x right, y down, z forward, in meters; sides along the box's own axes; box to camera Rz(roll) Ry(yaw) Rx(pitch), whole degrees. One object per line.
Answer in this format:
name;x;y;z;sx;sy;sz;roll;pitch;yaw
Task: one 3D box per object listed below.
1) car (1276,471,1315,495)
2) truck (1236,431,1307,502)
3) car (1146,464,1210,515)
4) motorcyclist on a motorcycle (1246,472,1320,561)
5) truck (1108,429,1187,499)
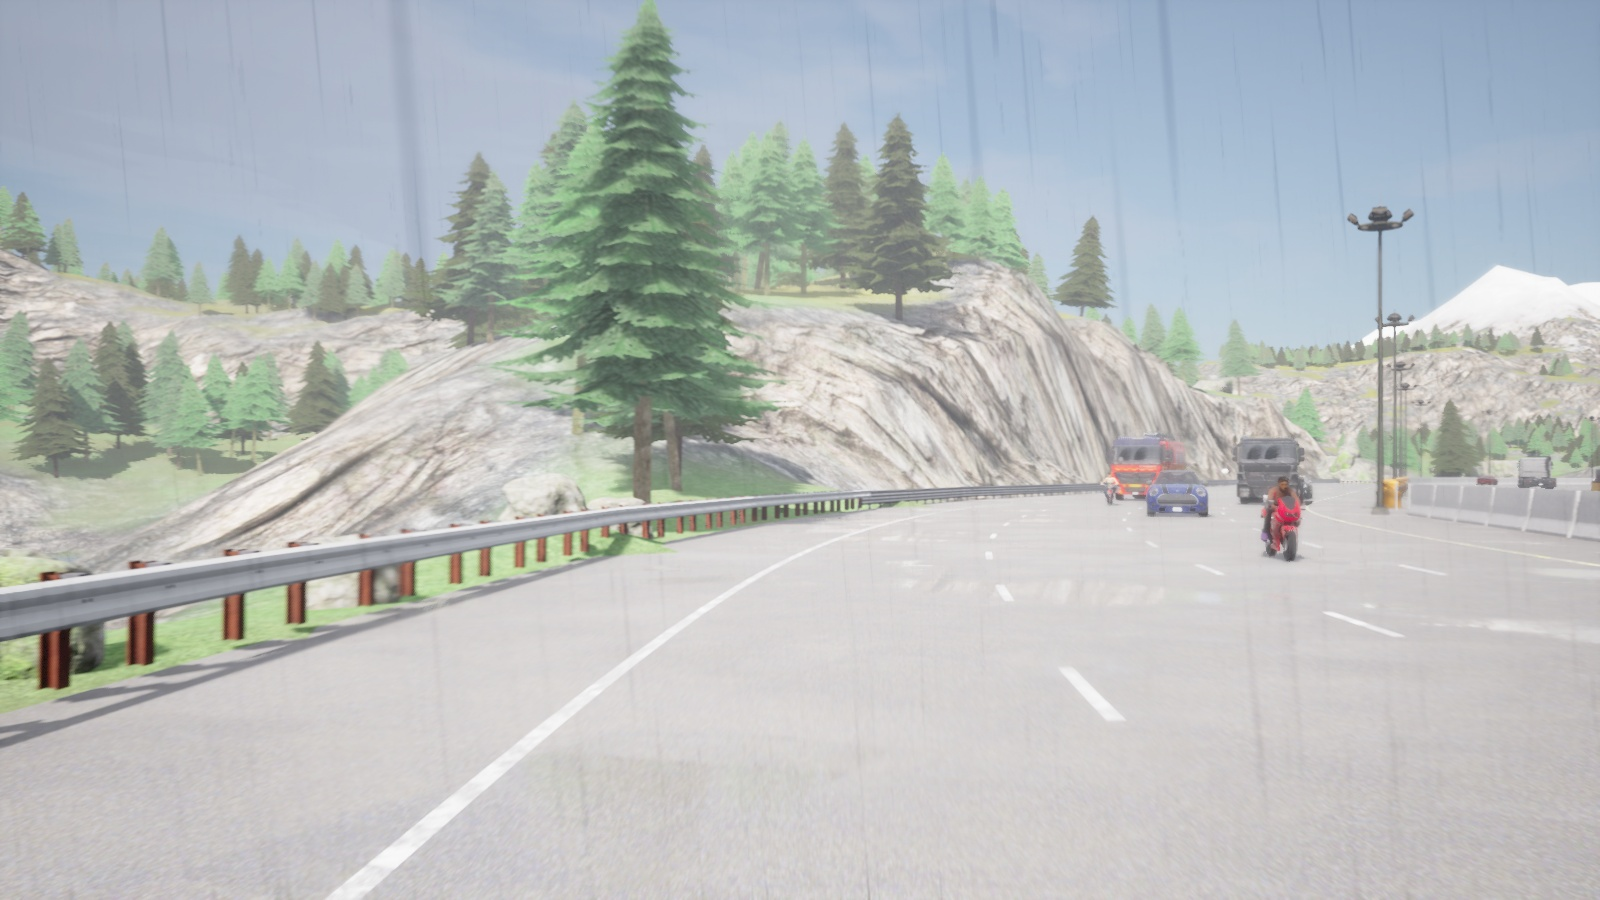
car;31.242;2.041;79.112;1.970;1.475;3.806;-1;-1;27
truck;24.744;0.882;65.679;2.891;3.462;7.936;-1;-1;25
car;13.762;1.411;45.804;2.097;1.767;4.553;0;-1;16
motorcyclist on a motorcycle;8.714;1.160;22.742;0.797;1.523;2.044;1;-1;8
truck;20.183;0.821;72.547;2.891;3.827;8.468;-1;-1;26
